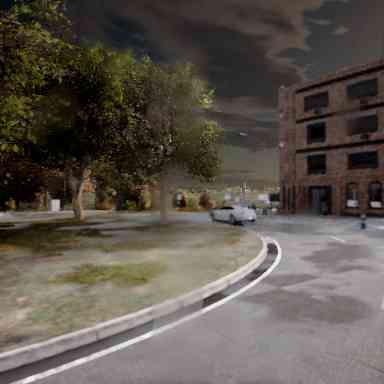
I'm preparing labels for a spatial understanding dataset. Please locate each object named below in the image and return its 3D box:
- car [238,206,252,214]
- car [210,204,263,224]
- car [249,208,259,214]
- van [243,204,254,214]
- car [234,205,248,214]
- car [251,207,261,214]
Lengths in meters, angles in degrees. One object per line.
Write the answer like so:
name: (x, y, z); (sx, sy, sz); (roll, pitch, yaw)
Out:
car: (10.844, 3.666, 67.906); (2.163, 1.488, 4.792); (-1, -4, 17)
car: (3.231, 1.715, 26.609); (1.812, 1.442, 4.674); (0, -1, -28)
car: (15.614, 4.754, 83.709); (2.002, 1.452, 4.674); (-1, -4, 17)
van: (12.464, 3.776, 73.284); (1.878, 1.987, 4.442); (-1, -4, 17)
car: (9.276, 3.318, 62.650); (2.002, 1.452, 4.674); (1, -3, 17)
car: (17.236, 4.954, 89.090); (2.185, 1.767, 4.553); (-1, -4, 17)
